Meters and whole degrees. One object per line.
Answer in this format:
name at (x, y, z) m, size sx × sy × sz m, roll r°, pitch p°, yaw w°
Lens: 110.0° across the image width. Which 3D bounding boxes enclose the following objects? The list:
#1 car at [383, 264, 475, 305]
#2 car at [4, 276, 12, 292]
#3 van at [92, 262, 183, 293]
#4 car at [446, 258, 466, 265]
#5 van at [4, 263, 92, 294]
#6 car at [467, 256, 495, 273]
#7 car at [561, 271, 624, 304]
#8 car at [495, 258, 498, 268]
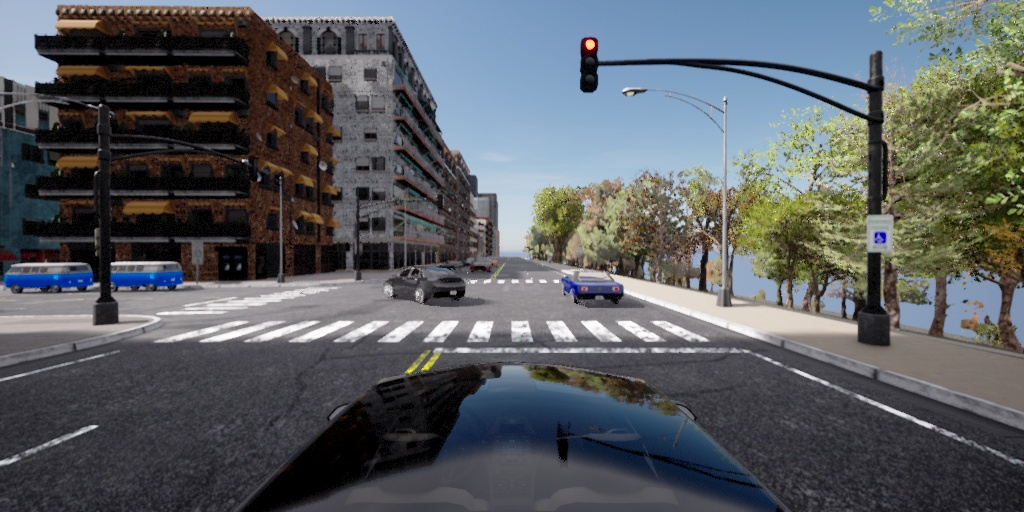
car at (-4.056, 1.235, 16.183) m, size 1.837 × 1.490 × 4.892 m, roll 3°, pitch -2°, yaw -44°
car at (-22.628, 1.566, 13.711) m, size 4.207 × 1.307 × 1.802 m, roll 0°, pitch 0°, yaw -1°
van at (-22.711, 1.253, 22.057) m, size 3.998 × 1.789 × 1.690 m, roll 0°, pitch 0°, yaw -1°
car at (-6.581, 1.176, 39.312) m, size 1.895 × 1.301 × 4.718 m, roll 0°, pitch 0°, yaw 0°
van at (-28.313, 1.327, 21.983) m, size 3.998 × 1.789 × 1.690 m, roll 0°, pitch 0°, yaw -1°
car at (-3.329, 0.927, 39.329) m, size 2.097 × 1.767 × 4.553 m, roll 0°, pitch 0°, yaw 0°
car at (3.345, 1.284, 15.846) m, size 1.895 × 1.301 × 4.718 m, roll 0°, pitch 0°, yaw 0°
car at (-3.307, 0.862, 54.762) m, size 2.097 × 1.767 × 4.553 m, roll 0°, pitch 0°, yaw 0°
